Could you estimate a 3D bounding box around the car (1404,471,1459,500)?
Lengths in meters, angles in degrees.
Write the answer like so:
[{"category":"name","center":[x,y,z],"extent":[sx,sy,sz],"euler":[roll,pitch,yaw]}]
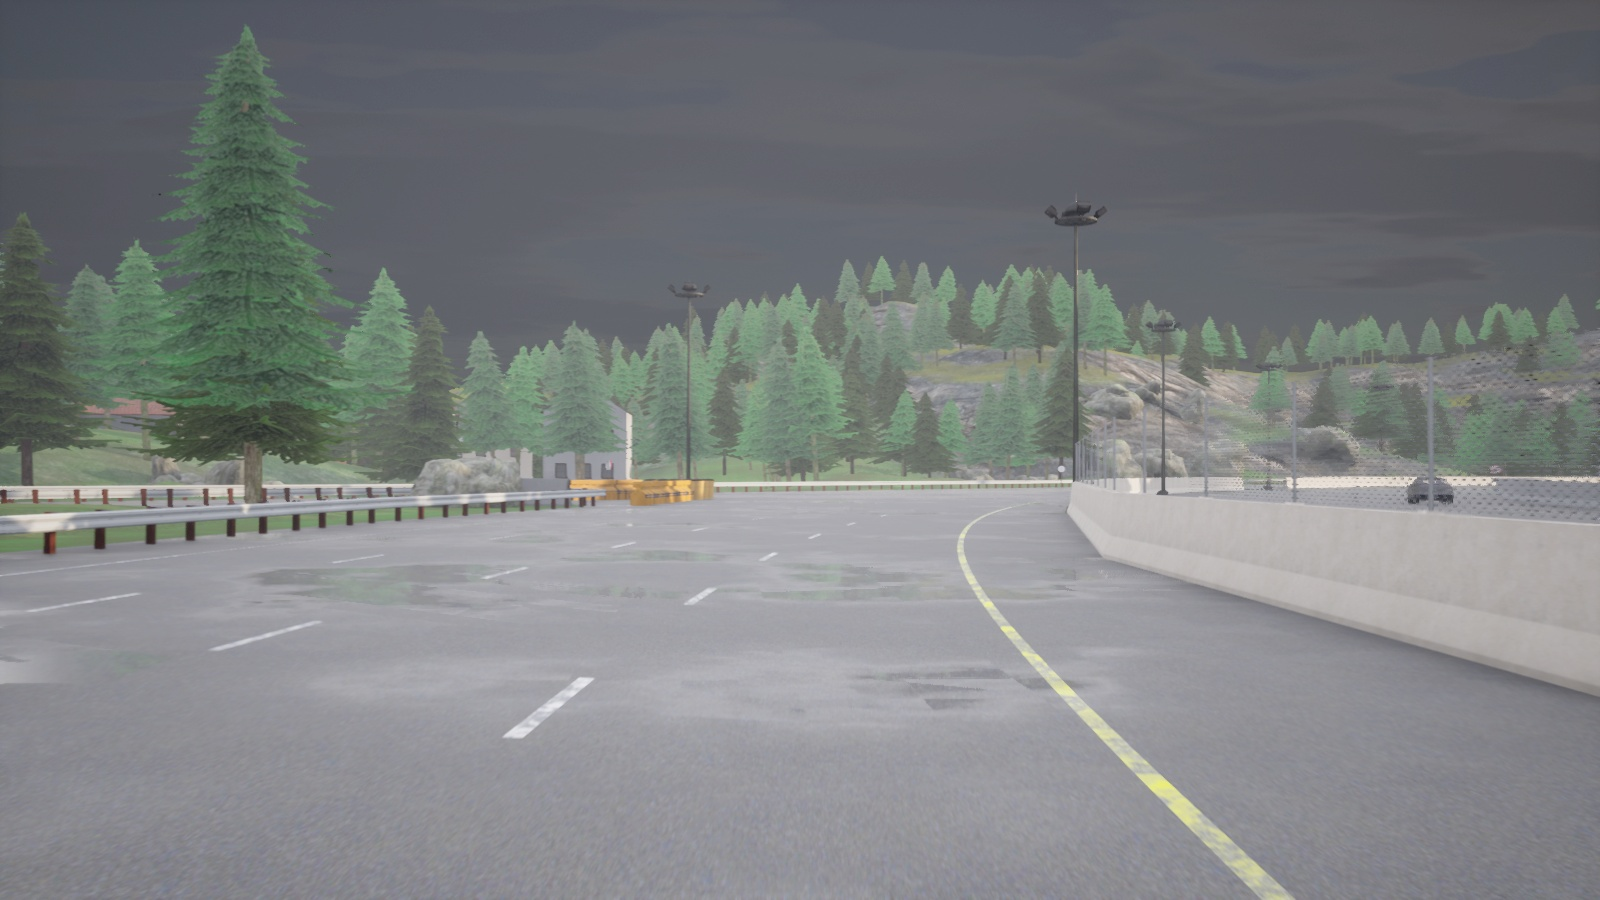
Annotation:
[{"category":"car","center":[32.784,1.830,65.323],"extent":[2.033,1.411,5.357],"euler":[-1,-1,21]}]
